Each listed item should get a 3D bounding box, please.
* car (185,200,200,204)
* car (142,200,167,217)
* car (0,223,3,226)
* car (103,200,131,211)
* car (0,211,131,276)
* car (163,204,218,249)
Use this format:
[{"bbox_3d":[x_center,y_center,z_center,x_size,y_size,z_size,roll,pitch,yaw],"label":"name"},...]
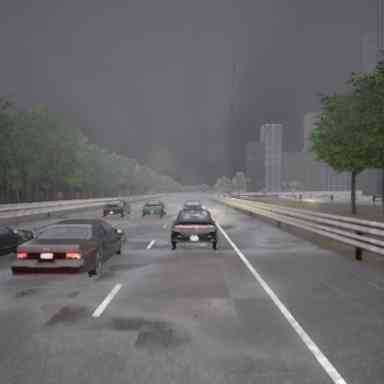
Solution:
[{"bbox_3d":[0.082,1.524,31.907,1.812,1.442,4.674,0,0,0],"label":"car"},{"bbox_3d":[-3.417,1.489,30.849,2.128,1.511,4.902,0,0,0],"label":"car"},{"bbox_3d":[-6.906,1.546,10.242,2.033,1.411,5.357,0,0,0],"label":"car"},{"bbox_3d":[-6.917,1.503,30.995,1.837,1.490,4.892,0,0,0],"label":"car"},{"bbox_3d":[-3.406,1.547,10.301,2.033,1.411,5.357,0,0,0],"label":"car"},{"bbox_3d":[0.091,1.491,14.627,2.128,1.511,4.902,0,0,0],"label":"car"}]
